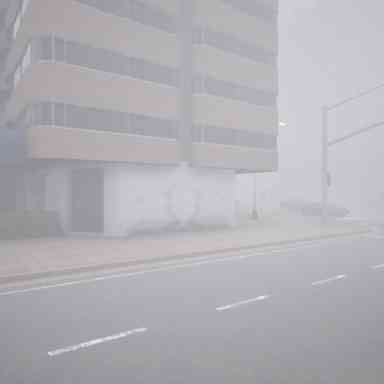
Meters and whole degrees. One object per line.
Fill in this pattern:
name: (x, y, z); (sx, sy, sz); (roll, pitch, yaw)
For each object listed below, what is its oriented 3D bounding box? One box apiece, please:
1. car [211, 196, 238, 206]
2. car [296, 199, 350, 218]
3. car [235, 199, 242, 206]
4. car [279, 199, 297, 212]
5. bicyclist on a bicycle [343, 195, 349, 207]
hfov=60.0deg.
car: (5.607, 1.491, 57.948); (2.128, 1.511, 4.902); (0, 0, -35)
car: (12.209, 1.564, 30.637); (1.994, 1.385, 4.181); (0, 0, -36)
car: (5.435, 1.547, 52.198); (2.033, 1.411, 5.357); (0, 0, -36)
car: (11.983, 1.491, 36.903); (2.128, 1.511, 4.902); (0, 0, -36)
bicyclist on a bicycle: (22.040, 1.301, 47.694); (1.656, 1.620, 0.582); (0, 0, -36)
